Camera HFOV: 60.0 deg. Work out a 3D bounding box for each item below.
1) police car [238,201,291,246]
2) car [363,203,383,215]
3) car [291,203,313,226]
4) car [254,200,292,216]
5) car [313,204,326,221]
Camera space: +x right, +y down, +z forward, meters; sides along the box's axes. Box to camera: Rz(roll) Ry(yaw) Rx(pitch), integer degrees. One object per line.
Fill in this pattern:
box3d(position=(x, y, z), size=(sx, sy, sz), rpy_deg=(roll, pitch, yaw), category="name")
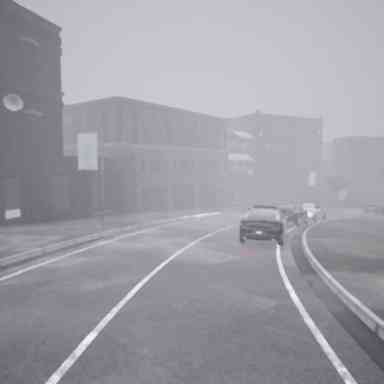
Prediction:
box3d(position=(3.512, 1.453, 15.966), size=(1.930, 1.638, 5.238), rpy_deg=(2, 0, 18), category="police car")
box3d(position=(24.445, 2.194, 43.314), size=(4.902, 1.511, 2.128), rpy_deg=(2, 3, -29), category="car")
box3d(position=(7.288, 1.612, 24.520), size=(1.837, 1.490, 4.892), rpy_deg=(3, 1, 29), category="car")
box3d(position=(8.379, 1.594, 34.081), size=(1.895, 1.301, 4.718), rpy_deg=(4, 2, 40), category="car")
box3d(position=(10.365, 1.718, 29.300), size=(1.812, 1.442, 4.674), rpy_deg=(4, 1, 36), category="car")
